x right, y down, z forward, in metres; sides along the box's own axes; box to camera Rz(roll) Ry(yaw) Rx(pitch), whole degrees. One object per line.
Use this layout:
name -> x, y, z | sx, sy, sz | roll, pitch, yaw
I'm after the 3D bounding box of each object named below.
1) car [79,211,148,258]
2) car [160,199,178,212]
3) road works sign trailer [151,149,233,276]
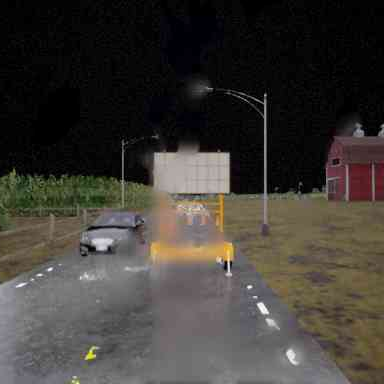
car -> -2.865, 1.508, 13.002 | 2.128, 1.511, 4.902 | 0, 0, 0
car -> -2.800, 1.591, 40.380 | 1.837, 1.490, 4.892 | 0, 0, 0
road works sign trailer -> -0.007, 0.476, 10.382 | 2.380, 3.560, 2.880 | 0, 0, 0
